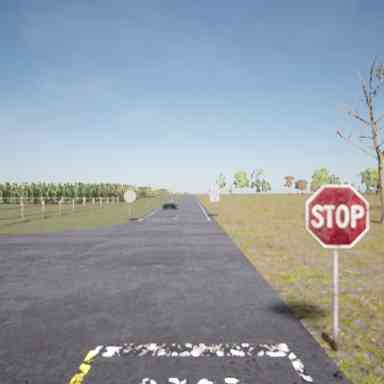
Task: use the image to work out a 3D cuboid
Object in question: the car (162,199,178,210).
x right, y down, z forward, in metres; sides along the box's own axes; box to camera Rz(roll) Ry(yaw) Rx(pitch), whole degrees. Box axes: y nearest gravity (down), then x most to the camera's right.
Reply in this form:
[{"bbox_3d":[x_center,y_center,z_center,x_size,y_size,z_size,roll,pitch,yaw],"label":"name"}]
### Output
[{"bbox_3d":[-2.726,1.591,42.161,1.895,1.301,4.718,0,0,0],"label":"car"}]
